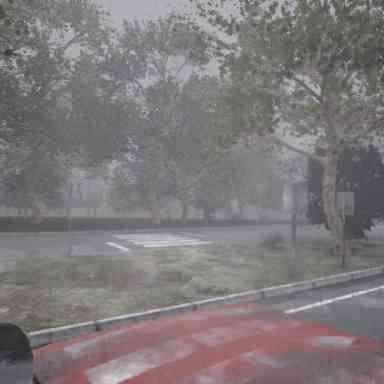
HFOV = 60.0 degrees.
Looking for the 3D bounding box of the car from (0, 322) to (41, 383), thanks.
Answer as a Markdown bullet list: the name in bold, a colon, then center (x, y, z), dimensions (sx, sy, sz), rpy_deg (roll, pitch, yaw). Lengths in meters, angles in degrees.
- **car**: center (-3.255, 1.476, 1.370), dimensions (4.902, 1.511, 2.128), rpy_deg (4, -2, -35)
